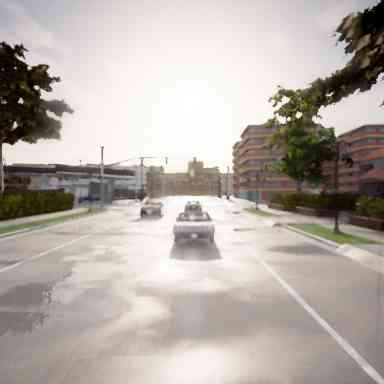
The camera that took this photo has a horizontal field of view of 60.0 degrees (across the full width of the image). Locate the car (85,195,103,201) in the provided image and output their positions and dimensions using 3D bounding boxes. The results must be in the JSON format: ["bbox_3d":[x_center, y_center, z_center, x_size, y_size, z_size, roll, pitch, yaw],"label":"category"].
[{"bbox_3d":[-23.941,1.422,81.373,3.806,1.475,1.970,0,0,1],"label":"car"}]

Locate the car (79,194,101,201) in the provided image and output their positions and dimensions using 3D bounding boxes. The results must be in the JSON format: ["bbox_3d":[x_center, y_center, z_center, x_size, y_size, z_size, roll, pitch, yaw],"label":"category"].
[{"bbox_3d":[-23.231,1.264,75.621,4.611,1.667,2.242,0,0,1],"label":"car"}]

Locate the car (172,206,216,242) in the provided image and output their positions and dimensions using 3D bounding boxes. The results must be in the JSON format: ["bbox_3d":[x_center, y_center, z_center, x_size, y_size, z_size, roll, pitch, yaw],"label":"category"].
[{"bbox_3d":[0.098,1.594,16.437,1.895,1.301,4.718,0,0,0],"label":"car"}]

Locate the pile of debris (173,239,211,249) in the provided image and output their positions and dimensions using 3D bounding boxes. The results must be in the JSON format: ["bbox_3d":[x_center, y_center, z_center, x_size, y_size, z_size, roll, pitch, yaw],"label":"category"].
[{"bbox_3d":[0.014,2.170,14.071,1.500,0.140,1.860,0,0,0],"label":"pile of debris"}]

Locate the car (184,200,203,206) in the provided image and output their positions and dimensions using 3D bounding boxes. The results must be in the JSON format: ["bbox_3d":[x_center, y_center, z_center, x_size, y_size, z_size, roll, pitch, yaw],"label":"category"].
[{"bbox_3d":[0.135,1.534,34.124,2.033,1.411,5.357,0,0,0],"label":"car"}]

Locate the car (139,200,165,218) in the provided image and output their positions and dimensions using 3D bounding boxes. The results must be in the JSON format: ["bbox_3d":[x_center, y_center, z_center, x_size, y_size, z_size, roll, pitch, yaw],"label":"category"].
[{"bbox_3d":[-3.495,1.481,29.863,2.128,1.511,4.902,0,0,1],"label":"car"}]
